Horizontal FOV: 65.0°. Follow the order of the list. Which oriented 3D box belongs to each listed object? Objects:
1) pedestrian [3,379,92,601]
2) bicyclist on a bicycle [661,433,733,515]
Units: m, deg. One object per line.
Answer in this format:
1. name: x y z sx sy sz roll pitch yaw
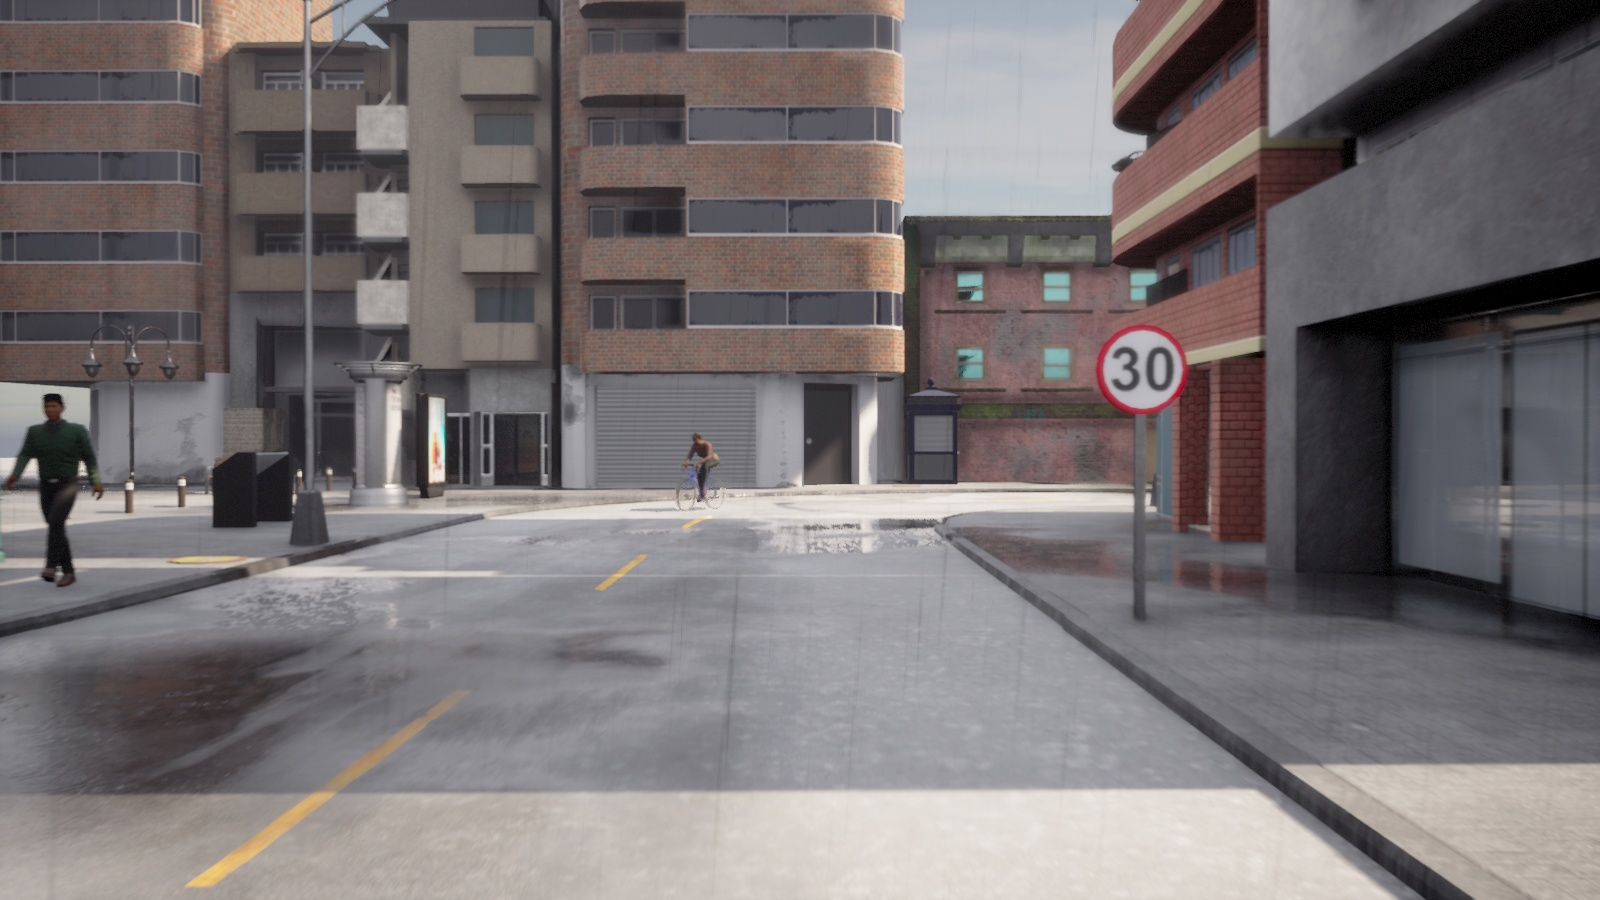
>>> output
1. pedestrian: -6.846 0.346 11.455 0.423 1.949 0.788 0 1 -9
2. bicyclist on a bicycle: -2.097 0.465 25.752 0.582 1.620 1.656 2 2 32
